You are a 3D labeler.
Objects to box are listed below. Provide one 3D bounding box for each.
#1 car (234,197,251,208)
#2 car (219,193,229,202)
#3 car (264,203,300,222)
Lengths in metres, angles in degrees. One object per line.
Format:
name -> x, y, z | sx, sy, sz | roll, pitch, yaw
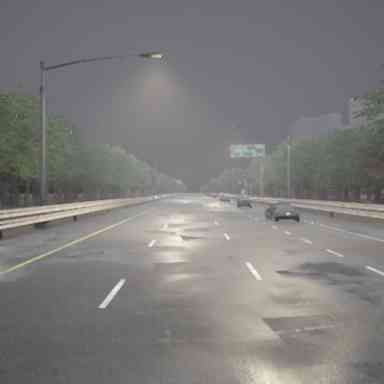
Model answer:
car -> 7.098, 1.491, 46.739 | 1.837, 1.490, 4.892 | 0, 0, 0
car -> 7.242, 1.503, 74.571 | 1.994, 1.385, 4.181 | 0, 0, 0
car -> 7.027, 1.566, 26.288 | 1.994, 1.385, 4.181 | 0, 0, 0
